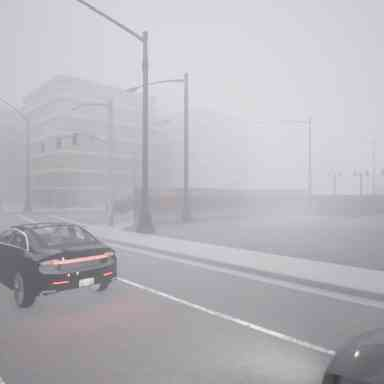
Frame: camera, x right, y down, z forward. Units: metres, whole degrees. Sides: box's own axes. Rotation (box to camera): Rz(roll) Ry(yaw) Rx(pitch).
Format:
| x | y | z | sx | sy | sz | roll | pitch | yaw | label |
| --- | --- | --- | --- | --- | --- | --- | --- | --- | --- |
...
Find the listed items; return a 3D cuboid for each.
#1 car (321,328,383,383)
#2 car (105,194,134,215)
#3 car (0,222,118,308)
| x | y | z | sx | sy | sz | roll | pitch | yaw | label |
| --- | --- | --- | --- | --- | --- | --- | --- | --- | --- |
| 3.182 | 1.505 | 1.596 | 4.892 | 1.490 | 1.837 | 0 | 0 | 38 | car |
| -6.288 | 1.221 | 35.015 | 5.566 | 2.045 | 2.150 | 0 | 0 | -44 | car |
| -3.658 | 1.492 | 8.056 | 2.128 | 1.511 | 4.902 | 0 | 0 | -43 | car |
